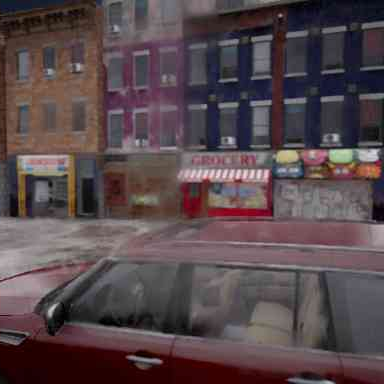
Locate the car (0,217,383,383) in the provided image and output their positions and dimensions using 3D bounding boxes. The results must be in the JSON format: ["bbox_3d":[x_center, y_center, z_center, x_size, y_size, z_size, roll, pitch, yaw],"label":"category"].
[{"bbox_3d":[0.100,1.209,3.028,5.009,1.841,2.192,0,4,18],"label":"car"}]
